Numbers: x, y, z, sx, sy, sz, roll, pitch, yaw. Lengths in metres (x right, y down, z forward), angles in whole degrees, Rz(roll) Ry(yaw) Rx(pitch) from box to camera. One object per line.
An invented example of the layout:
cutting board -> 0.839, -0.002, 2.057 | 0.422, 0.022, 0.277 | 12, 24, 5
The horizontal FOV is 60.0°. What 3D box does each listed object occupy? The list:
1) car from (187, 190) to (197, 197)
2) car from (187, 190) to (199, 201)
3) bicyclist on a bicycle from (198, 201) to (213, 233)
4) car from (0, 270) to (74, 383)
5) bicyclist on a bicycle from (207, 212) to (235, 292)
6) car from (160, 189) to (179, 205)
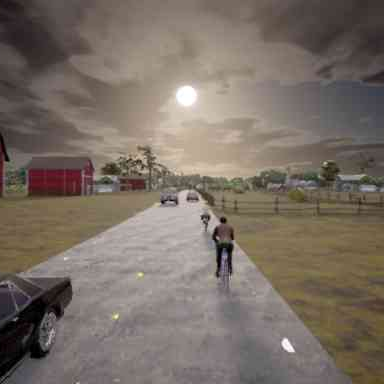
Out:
car -> -0.018, 0.327, 73.690 | 2.033, 1.411, 5.357 | 0, 1, 0
car -> 0.086, 0.691, 55.752 | 1.994, 1.385, 4.181 | 0, 1, 0
bicyclist on a bicycle -> 0.748, 1.287, 17.674 | 0.866, 1.612, 1.509 | 0, 1, 0
car -> -2.851, 1.586, 3.171 | 1.895, 1.301, 4.718 | 0, 0, 0
bicyclist on a bicycle -> 0.755, 1.408, 7.877 | 0.582, 1.620, 1.656 | 0, 0, 0
car -> -2.853, 0.591, 43.445 | 2.150, 2.045, 5.566 | 0, 1, 0
